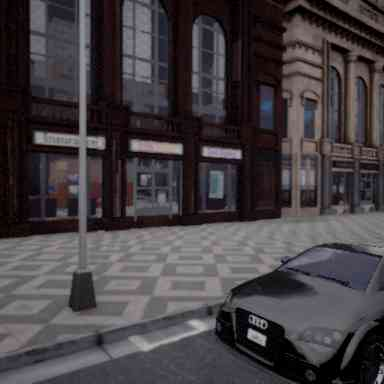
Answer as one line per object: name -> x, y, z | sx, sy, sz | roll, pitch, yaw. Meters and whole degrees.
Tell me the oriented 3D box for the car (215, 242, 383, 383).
car -> 2.395, 1.524, 5.063 | 4.181, 1.385, 1.994 | 0, 1, -35
